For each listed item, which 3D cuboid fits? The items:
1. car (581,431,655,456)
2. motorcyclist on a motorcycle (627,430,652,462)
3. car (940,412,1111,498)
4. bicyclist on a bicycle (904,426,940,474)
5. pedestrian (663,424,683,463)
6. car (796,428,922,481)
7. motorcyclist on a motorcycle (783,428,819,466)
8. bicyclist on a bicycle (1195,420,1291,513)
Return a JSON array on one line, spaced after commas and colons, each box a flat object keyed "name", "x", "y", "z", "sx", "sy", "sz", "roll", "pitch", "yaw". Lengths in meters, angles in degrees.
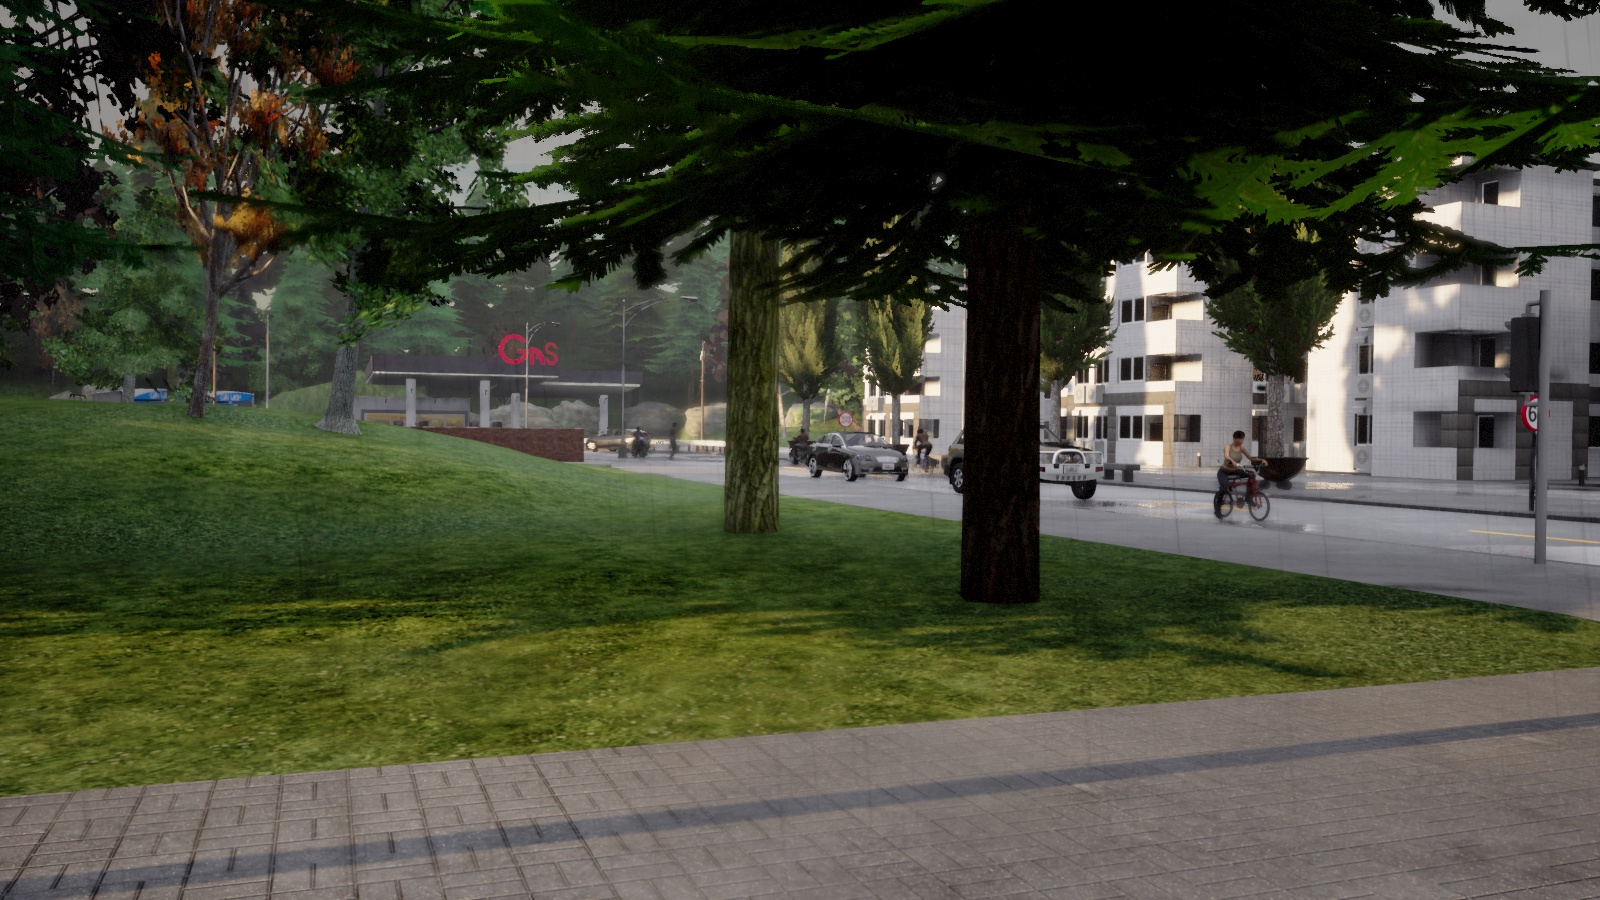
[{"name": "car", "x": -11.287, "y": -0.396, "z": 77.766, "sx": 4.514, "sy": 1.525, "sz": 2.007, "roll": 0, "pitch": 1, "yaw": 39}, {"name": "motorcyclist on a motorcycle", "x": -8.472, "y": -0.237, "z": 66.196, "sx": 0.766, "sy": 1.649, "sz": 2.350, "roll": -1, "pitch": 1, "yaw": -21}, {"name": "car", "x": 5.250, "y": 0.071, "z": 29.922, "sx": 1.932, "sy": 1.855, "sz": 4.605, "roll": -1, "pitch": 1, "yaw": -21}, {"name": "bicyclist on a bicycle", "x": 4.254, "y": -0.008, "z": 43.846, "sx": 0.582, "sy": 1.620, "sz": 1.656, "roll": -1, "pitch": 1, "yaw": -21}, {"name": "pedestrian", "x": -6.002, "y": -0.308, "z": 59.511, "sx": 0.869, "sy": 1.805, "sz": 0.328, "roll": -1, "pitch": 1, "yaw": -31}, {"name": "car", "x": 1.742, "y": 0.097, "z": 39.187, "sx": 2.128, "sy": 1.511, "sz": 4.902, "roll": -1, "pitch": 1, "yaw": -21}, {"name": "motorcyclist on a motorcycle", "x": 0.018, "y": -0.147, "z": 55.033, "sx": 0.766, "sy": 1.649, "sz": 2.350, "roll": -1, "pitch": 1, "yaw": -21}, {"name": "bicyclist on a bicycle", "x": 8.000, "y": 0.278, "z": 22.736, "sx": 0.866, "sy": 1.612, "sz": 1.509, "roll": -1, "pitch": 1, "yaw": -20}]
